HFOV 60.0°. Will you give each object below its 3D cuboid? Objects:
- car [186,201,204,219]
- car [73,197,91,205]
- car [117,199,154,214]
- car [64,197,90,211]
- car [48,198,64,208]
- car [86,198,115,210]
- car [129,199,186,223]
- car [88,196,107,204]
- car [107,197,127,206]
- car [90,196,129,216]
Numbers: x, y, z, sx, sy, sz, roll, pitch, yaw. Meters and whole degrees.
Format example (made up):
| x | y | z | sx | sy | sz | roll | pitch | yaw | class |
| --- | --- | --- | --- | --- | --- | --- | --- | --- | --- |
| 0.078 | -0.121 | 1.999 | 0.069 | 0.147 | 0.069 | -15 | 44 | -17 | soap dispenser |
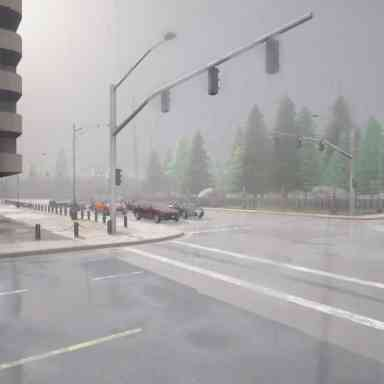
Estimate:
| x | y | z | sx | sy | sz | roll | pitch | yaw | class |
| --- | --- | --- | --- | --- | --- | --- | --- | --- | --- |
| -0.891 | 1.547 | 29.735 | 2.128 | 1.511 | 4.902 | 0 | 0 | -36 | car |
| -20.823 | 1.656 | 62.939 | 1.895 | 1.301 | 4.718 | 0 | 0 | -36 | car |
| -6.407 | 1.547 | 37.203 | 2.128 | 1.511 | 4.902 | 0 | 0 | -36 | car |
| -13.770 | 1.547 | 41.287 | 2.128 | 1.511 | 4.902 | 0 | 0 | -36 | car |
| -20.040 | 1.603 | 49.838 | 2.033 | 1.411 | 5.357 | 0 | 0 | -36 | car |
| -12.572 | 1.603 | 45.560 | 2.033 | 1.411 | 5.357 | 0 | 0 | -36 | car |
| -2.876 | 1.533 | 26.530 | 1.882 | 1.535 | 5.008 | 0 | 0 | -36 | car |
| -18.755 | 1.547 | 66.031 | 2.128 | 1.511 | 4.902 | 0 | 0 | -36 | car |
| -13.245 | 1.581 | 58.590 | 1.812 | 1.442 | 4.674 | 0 | 0 | -36 | car |
| -8.343 | 1.407 | 33.925 | 2.097 | 1.767 | 4.553 | 0 | 0 | -36 | car |
